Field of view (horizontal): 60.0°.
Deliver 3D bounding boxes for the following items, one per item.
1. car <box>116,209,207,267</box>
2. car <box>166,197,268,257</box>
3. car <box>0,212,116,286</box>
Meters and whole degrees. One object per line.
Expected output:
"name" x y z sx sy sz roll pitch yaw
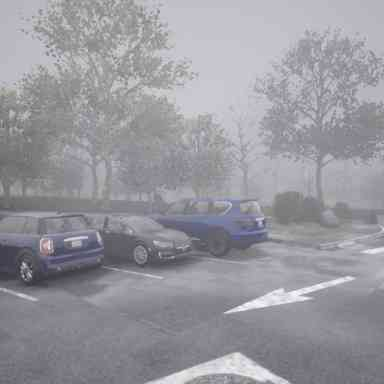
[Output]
"car" -2.246 1.488 11.426 4.892 1.521 2.231 -1 -1 34
"car" 0.188 1.235 13.186 5.566 2.045 2.435 -1 -1 34
"car" -4.679 1.360 9.646 4.553 1.767 2.185 -1 0 34
